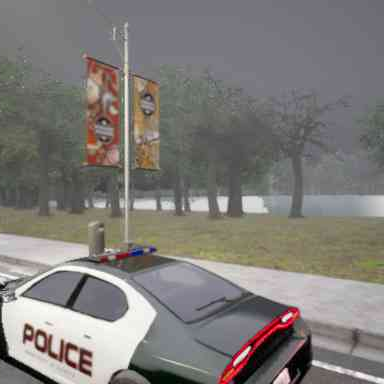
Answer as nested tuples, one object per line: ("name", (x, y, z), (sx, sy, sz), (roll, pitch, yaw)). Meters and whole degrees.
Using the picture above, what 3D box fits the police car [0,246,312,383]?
("police car", (-1.157, 1.540, 4.404), (4.974, 1.542, 2.038), (-1, 0, 36))
